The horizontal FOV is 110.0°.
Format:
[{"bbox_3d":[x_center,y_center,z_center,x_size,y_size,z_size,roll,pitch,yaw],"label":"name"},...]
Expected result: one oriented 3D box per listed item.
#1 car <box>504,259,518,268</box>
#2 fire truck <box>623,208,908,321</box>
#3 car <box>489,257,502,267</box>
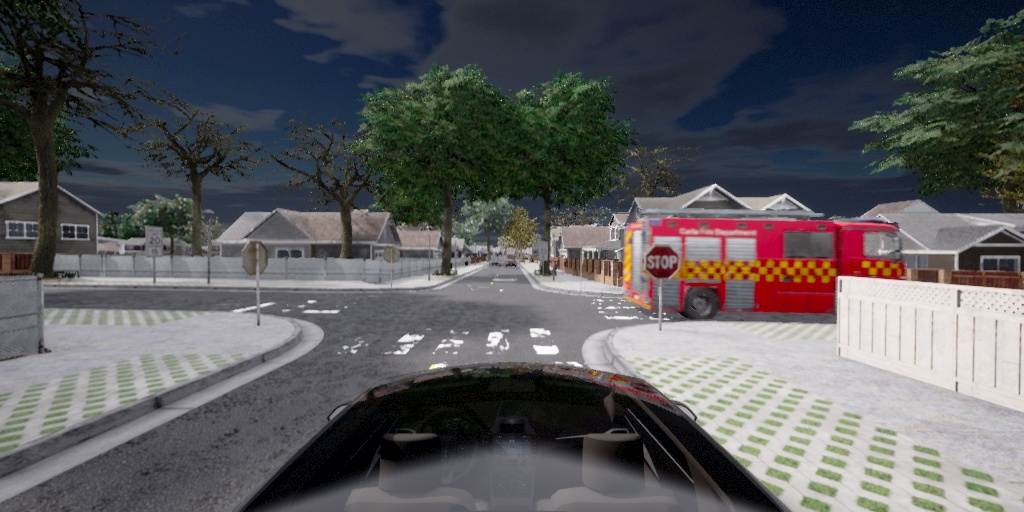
[{"bbox_3d":[-0.146,1.161,57.369,1.837,1.490,4.892,0,0,0],"label":"car"},{"bbox_3d":[8.546,0.273,12.823,8.468,3.827,2.891,1,1,1],"label":"fire truck"},{"bbox_3d":[-2.910,1.007,62.422,2.097,1.767,4.553,0,0,0],"label":"car"}]
